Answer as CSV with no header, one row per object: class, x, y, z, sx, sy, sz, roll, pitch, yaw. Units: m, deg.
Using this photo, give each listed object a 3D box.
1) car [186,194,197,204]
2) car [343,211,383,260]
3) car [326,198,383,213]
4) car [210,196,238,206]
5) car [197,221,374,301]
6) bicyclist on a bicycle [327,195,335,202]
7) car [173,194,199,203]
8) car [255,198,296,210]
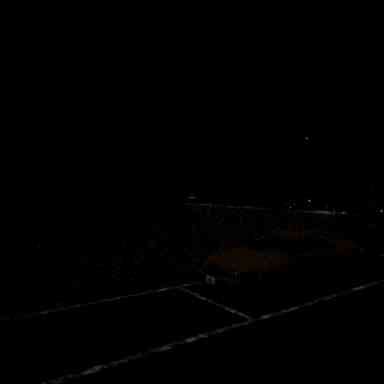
car,-1.261,1.192,53.575,1.895,1.301,4.718,1,0,-34
car,7.132,1.547,11.662,4.507,1.381,1.887,0,1,-35
car,14.700,1.341,30.230,2.128,1.511,4.902,1,0,-34
car,4.336,1.247,45.367,1.994,1.385,4.181,1,0,-34
car,2.372,1.526,8.357,4.829,1.417,1.752,0,1,-35
bicyclist on a bicycle,16.306,1.157,38.926,1.656,1.620,0.582,0,0,-34
car,-1.092,1.076,58.918,2.128,1.511,4.902,1,0,-34
car,9.460,1.366,37.875,1.895,1.301,4.718,1,0,-34
